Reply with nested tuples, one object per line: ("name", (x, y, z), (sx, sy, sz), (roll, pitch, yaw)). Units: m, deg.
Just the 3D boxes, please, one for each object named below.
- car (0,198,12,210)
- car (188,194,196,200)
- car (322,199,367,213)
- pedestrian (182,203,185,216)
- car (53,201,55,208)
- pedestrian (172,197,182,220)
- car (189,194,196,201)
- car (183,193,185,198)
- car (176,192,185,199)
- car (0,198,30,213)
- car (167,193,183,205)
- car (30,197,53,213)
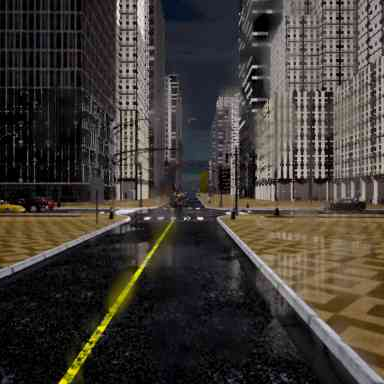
("car", (-24.860, 1.438, 40.847), (4.403, 1.369, 2.008), (0, -1, -1))
("car", (0.051, 1.342, 93.584), (2.128, 1.511, 4.902), (0, 0, 0))
("car", (17.719, 1.585, 38.825), (4.902, 1.511, 2.128), (0, 0, -1))
("pedestrian", (-0.937, 1.293, 27.282), (0.375, 1.860, 0.375), (0, 0, 0))
("car", (-19.183, 1.361, 40.968), (4.097, 1.590, 1.967), (0, -1, -1))
("pedestrian", (-1.215, 1.292, 26.609), (0.375, 1.860, 0.375), (0, 0, 0))
("car", (0.045, 1.520, 83.163), (2.033, 1.411, 5.357), (0, 0, 0))
("car", (-2.961, 1.531, 72.276), (2.033, 1.411, 5.357), (0, 0, 0))
("car", (-2.953, 0.957, 87.784), (2.097, 1.767, 4.553), (0, 0, 0))
("car", (-18.877, 1.415, 32.332), (4.829, 1.417, 1.752), (0, -1, -1))
("car", (-3.053, 1.347, 57.078), (2.097, 1.767, 4.553), (0, 0, 0))
("car", (-17.759, 1.411, 35.065), (4.892, 1.490, 1.837), (0, 0, -1))
